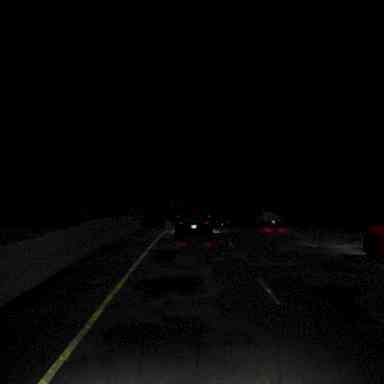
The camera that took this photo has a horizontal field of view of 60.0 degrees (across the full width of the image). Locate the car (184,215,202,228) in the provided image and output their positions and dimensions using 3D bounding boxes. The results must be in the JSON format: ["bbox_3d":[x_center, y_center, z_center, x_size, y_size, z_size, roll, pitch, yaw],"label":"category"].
[{"bbox_3d":[0.094,3.288,37.038,1.895,1.301,4.718,0,-7,0],"label":"car"}]

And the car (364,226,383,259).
[{"bbox_3d":[7.098,1.366,9.882,2.097,1.767,4.553,0,0,0],"label":"car"}]

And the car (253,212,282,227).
[{"bbox_3d":[7.095,2.602,31.329,1.812,1.442,4.674,0,-5,0],"label":"car"}]

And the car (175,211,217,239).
[{"bbox_3d":[0.097,1.776,18.573,1.994,1.385,4.181,0,-2,0],"label":"car"}]

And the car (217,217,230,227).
[{"bbox_3d":[3.593,3.880,41.761,1.895,1.301,4.718,0,-7,0],"label":"car"}]
